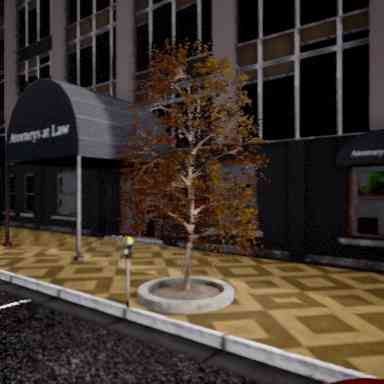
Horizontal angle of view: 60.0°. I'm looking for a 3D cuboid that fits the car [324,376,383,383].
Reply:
[{"bbox_3d":[2.387,1.585,1.173,4.206,1.307,1.802,0,0,35],"label":"car"}]
